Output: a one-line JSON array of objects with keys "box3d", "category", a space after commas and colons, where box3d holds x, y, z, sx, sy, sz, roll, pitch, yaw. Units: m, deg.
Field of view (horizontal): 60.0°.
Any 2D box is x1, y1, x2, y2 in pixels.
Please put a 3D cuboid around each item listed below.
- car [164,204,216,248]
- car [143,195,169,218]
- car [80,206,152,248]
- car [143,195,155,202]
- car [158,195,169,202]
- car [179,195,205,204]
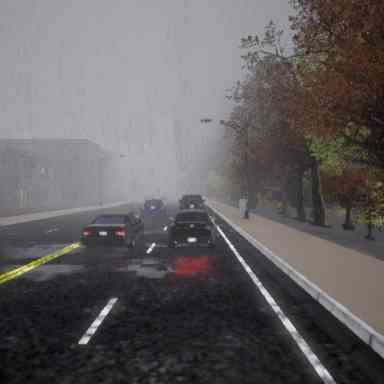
[{"box3d": [0.000, 1.511, 14.651, 1.837, 1.490, 4.892, 0, 0, 0], "category": "car"}, {"box3d": [-3.250, 1.358, 29.621, 2.097, 1.767, 4.553, 0, 0, 0], "category": "car"}, {"box3d": [-3.249, 1.557, 14.651, 2.033, 1.411, 5.357, 0, 0, 0], "category": "car"}, {"box3d": [-9.750, 1.481, 75.927, 2.033, 1.411, 5.357, 0, 0, 0], "category": "car"}, {"box3d": [-6.501, 1.481, 75.926, 2.033, 1.411, 5.357, 0, 0, 0], "category": "car"}, {"box3d": [0.000, 1.250, 29.681, 2.150, 2.045, 5.566, 0, 0, 0], "category": "car"}]
